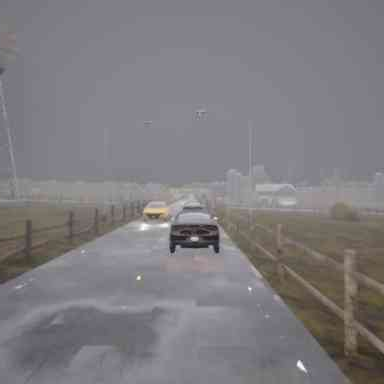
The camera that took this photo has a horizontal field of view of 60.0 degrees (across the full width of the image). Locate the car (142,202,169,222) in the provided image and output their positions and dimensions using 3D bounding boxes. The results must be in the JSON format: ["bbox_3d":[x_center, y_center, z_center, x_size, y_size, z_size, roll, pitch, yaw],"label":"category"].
[{"bbox_3d":[-2.849,1.551,27.177,1.882,1.535,5.008,0,0,0],"label":"car"}]

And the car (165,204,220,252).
[{"bbox_3d":[0.096,1.494,14.087,1.882,1.535,5.008,0,0,0],"label":"car"}]

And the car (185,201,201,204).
[{"bbox_3d":[0.104,1.567,29.620,1.882,1.535,5.008,0,-1,0],"label":"car"}]
